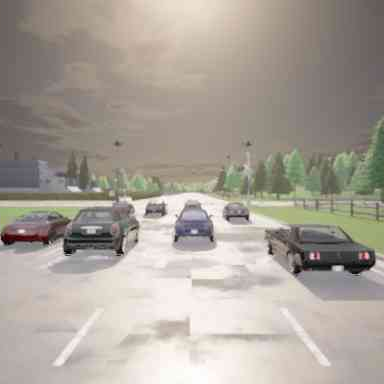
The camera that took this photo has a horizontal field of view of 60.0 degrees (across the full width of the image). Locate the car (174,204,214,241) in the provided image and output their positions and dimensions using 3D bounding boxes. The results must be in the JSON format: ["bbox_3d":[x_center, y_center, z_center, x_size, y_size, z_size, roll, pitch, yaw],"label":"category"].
[{"bbox_3d":[0.095,1.525,16.477,1.812,1.442,4.674,0,0,0],"label":"car"}]

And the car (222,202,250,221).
[{"bbox_3d":[3.561,1.547,27.456,2.033,1.411,5.357,0,0,0],"label":"car"}]

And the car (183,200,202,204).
[{"bbox_3d":[0.078,1.525,34.375,1.812,1.442,4.674,0,0,0],"label":"car"}]

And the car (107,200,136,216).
[{"bbox_3d":[-6.923,1.563,33.039,1.994,1.385,4.181,0,0,0],"label":"car"}]

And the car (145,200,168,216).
[{"bbox_3d":[-3.424,1.491,32.581,2.128,1.511,4.902,0,0,0],"label":"car"}]

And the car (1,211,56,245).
[{"bbox_3d":[-6.904,1.563,15.481,1.994,1.385,4.181,0,0,0],"label":"car"}]

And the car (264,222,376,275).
[{"bbox_3d":[3.597,1.601,10.412,1.895,1.301,4.718,0,0,0],"label":"car"}]

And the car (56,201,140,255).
[{"bbox_3d":[-3.404,1.351,13.371,2.097,1.767,4.553,0,0,0],"label":"car"}]
